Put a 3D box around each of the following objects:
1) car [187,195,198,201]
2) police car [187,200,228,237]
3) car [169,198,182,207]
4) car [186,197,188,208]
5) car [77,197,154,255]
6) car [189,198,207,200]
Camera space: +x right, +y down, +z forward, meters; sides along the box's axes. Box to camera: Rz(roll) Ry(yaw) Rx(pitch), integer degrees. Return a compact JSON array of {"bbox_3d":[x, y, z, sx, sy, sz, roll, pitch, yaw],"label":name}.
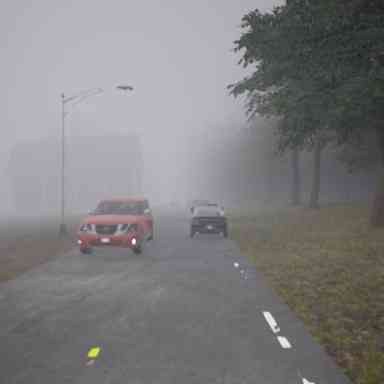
[{"bbox_3d":[0.839,1.470,33.996,2.097,1.767,4.553,0,0,0],"label":"car"},{"bbox_3d":[0.834,1.447,18.130,1.930,1.638,5.238,0,0,0],"label":"police car"},{"bbox_3d":[-2.776,1.835,56.616,1.837,1.490,4.892,0,0,1],"label":"car"},{"bbox_3d":[0.024,1.840,52.513,2.033,1.411,5.357,0,-1,0],"label":"car"},{"bbox_3d":[-2.846,1.229,13.688,2.150,2.045,5.566,0,0,0],"label":"car"},{"bbox_3d":[0.838,1.550,28.023,1.882,1.535,5.008,0,0,0],"label":"car"}]
